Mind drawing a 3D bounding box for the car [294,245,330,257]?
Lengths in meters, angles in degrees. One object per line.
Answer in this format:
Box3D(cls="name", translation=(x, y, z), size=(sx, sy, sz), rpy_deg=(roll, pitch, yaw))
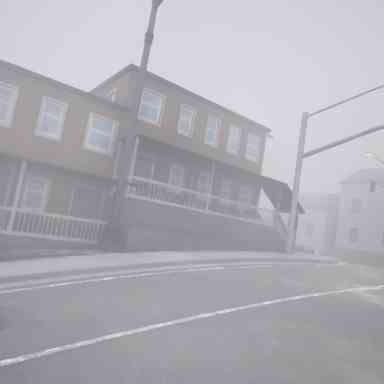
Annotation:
Box3D(cls="car", translation=(9.825, 5.503, 29.202), size=(2.097, 1.767, 4.553), rpy_deg=(13, -16, -34))
